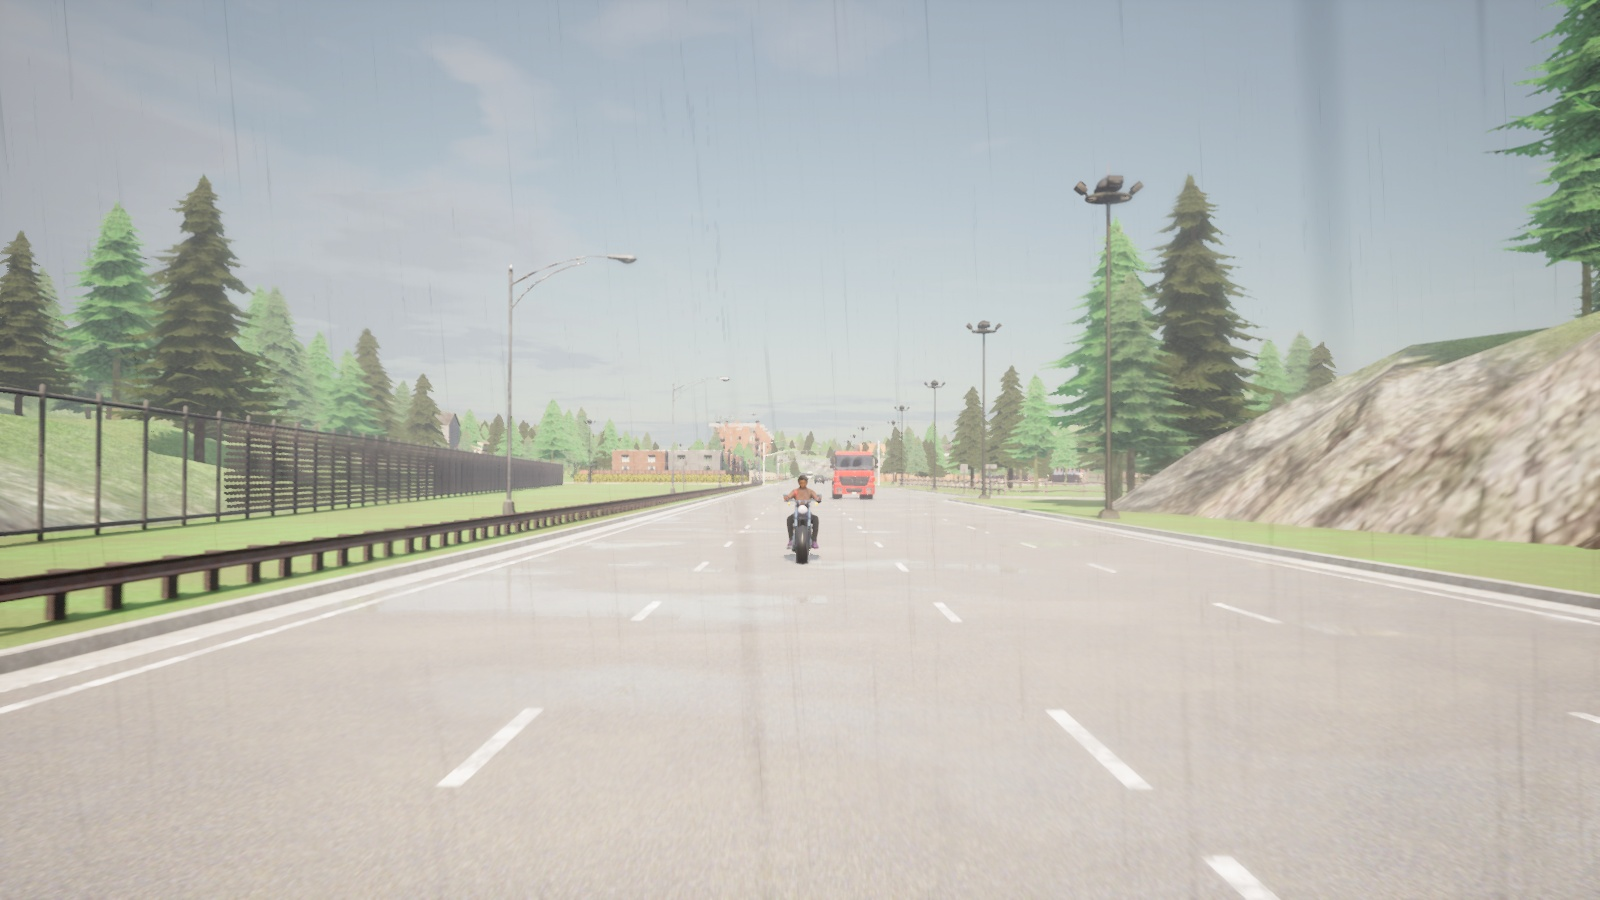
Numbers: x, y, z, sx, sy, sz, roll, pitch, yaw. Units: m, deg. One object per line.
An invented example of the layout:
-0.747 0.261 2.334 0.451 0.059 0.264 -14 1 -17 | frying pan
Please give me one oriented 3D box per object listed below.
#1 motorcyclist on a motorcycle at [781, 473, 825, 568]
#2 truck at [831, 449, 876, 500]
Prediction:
0.058 1.269 23.233 0.766 1.649 2.350 0 -2 1 | motorcyclist on a motorcycle
3.766 1.764 90.513 2.891 3.462 7.936 0 -1 0 | truck
